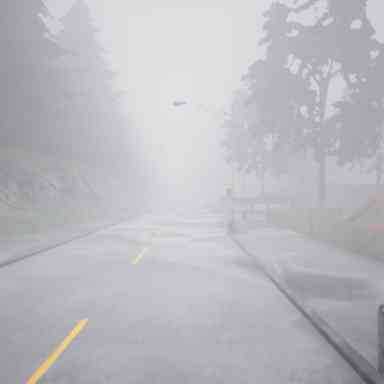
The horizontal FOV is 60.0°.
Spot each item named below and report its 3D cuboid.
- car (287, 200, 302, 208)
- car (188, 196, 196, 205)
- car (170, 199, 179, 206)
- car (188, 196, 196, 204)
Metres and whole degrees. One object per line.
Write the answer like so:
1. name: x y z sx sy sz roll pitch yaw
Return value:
1. car: 15.787 1.885 52.284 1.994 1.381 4.181 0 -1 0
2. car: 0.001 2.449 83.806 1.812 1.442 4.674 0 -1 0
3. car: -3.999 2.414 77.083 1.994 1.385 4.181 0 -1 0
4. car: 0.001 2.266 94.041 2.150 2.045 5.566 0 -1 0
